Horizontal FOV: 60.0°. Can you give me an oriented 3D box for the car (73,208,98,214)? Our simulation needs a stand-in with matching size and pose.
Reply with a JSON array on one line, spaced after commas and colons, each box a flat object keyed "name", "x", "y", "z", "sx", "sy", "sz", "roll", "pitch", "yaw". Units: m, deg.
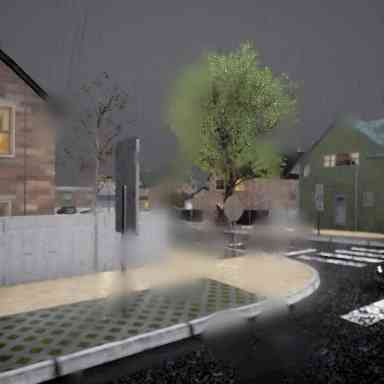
[{"name": "car", "x": -13.869, "y": 3.123, "z": 44.472, "sx": 1.882, "sy": 1.535, "sz": 5.008, "roll": 0, "pitch": -3, "yaw": -35}]

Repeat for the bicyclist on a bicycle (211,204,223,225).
[{"name": "bicyclist on a bicycle", "x": 2.167, "y": 1.813, "z": 26.674, "sx": 1.656, "sy": 1.620, "sz": 0.582, "roll": -2, "pitch": 1, "yaw": -35}]

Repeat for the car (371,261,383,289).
[{"name": "car", "x": 6.606, "y": 1.560, "z": 6.577, "sx": 5.357, "sy": 1.411, "sz": 2.033, "roll": 0, "pitch": -1, "yaw": -1}]

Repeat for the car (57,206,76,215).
[{"name": "car", "x": -19.933, "y": 3.281, "z": 53.054, "sx": 2.150, "sy": 2.045, "sz": 5.566, "roll": 0, "pitch": -3, "yaw": -35}]
